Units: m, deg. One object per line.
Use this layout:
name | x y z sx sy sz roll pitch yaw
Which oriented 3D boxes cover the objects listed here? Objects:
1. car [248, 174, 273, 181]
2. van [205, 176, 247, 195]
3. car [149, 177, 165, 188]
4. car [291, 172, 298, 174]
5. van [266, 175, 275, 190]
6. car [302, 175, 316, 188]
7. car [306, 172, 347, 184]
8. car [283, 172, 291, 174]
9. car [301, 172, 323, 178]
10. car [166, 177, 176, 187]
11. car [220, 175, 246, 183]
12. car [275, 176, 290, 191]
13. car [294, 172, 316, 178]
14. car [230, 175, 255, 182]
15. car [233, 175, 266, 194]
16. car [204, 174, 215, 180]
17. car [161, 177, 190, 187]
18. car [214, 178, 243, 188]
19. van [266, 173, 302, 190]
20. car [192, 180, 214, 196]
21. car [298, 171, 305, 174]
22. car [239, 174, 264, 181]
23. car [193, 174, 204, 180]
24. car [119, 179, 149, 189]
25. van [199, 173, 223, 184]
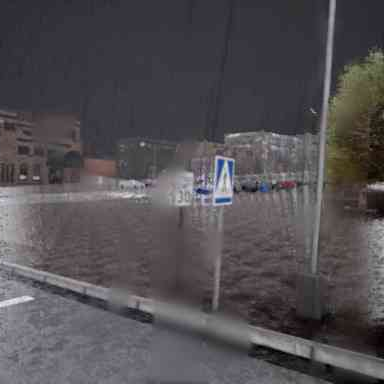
car | 15.343 -3.339 74.687 4.892 1.521 2.231 2 6 31
van | 4.478 -0.661 44.054 4.442 1.987 1.878 4 7 33
car | -7.582 -1.462 56.358 4.792 1.488 2.163 2 5 31
car | 22.258 -4.011 80.109 4.553 1.767 2.185 2 6 32
van | 9.072 -1.040 47.761 4.442 1.987 1.878 4 7 33
car | 18.762 -1.543 54.927 4.892 1.521 2.231 4 7 32
car | 23.559 -2.165 58.546 5.566 2.045 2.435 4 7 32
car | 19.939 -3.707 78.320 5.008 1.535 2.097 2 6 32
car | 31.443 -4.558 87.383 5.008 1.535 2.097 2 5 32
car | -5.291 -1.802 58.183 4.553 1.767 2.185 2 6 31
car | 8.451 -2.789 69.232 5.008 1.535 2.097 2 5 31
car | 11.547 -1.119 49.526 4.553 1.767 2.185 4 7 33
car | 29.148 -4.401 85.566 5.008 1.535 2.097 2 5 32
car | 10.774 -2.942 71.036 4.792 1.488 2.163 2 5 31
car | 6.749 -0.877 45.917 5.566 2.045 2.435 4 7 33
car | 1.574 -2.236 63.743 5.008 1.535 2.097 2 5 31
car | -3.043 -1.835 60.071 4.792 1.488 2.163 2 6 31
car | 6.122 -1.521 56.174 4.674 1.442 1.812 -3 6 -30
van | 14.070 -1.394 51.237 4.442 1.987 1.878 4 7 33
car | 1.980 -0.260 42.348 5.008 1.535 2.097 4 7 33
car | 24.539 -4.025 81.961 4.674 1.452 2.002 2 5 32
car | 13.040 -3.157 72.878 5.008 1.535 2.097 2 5 31
car | -0.698 -2.174 61.868 4.553 1.767 2.185 2 6 31
car | -9.904 -1.267 54.528 4.674 1.452 2.002 2 5 31
van | 3.768 -2.648 65.614 4.442 1.987 1.878 2 6 31
